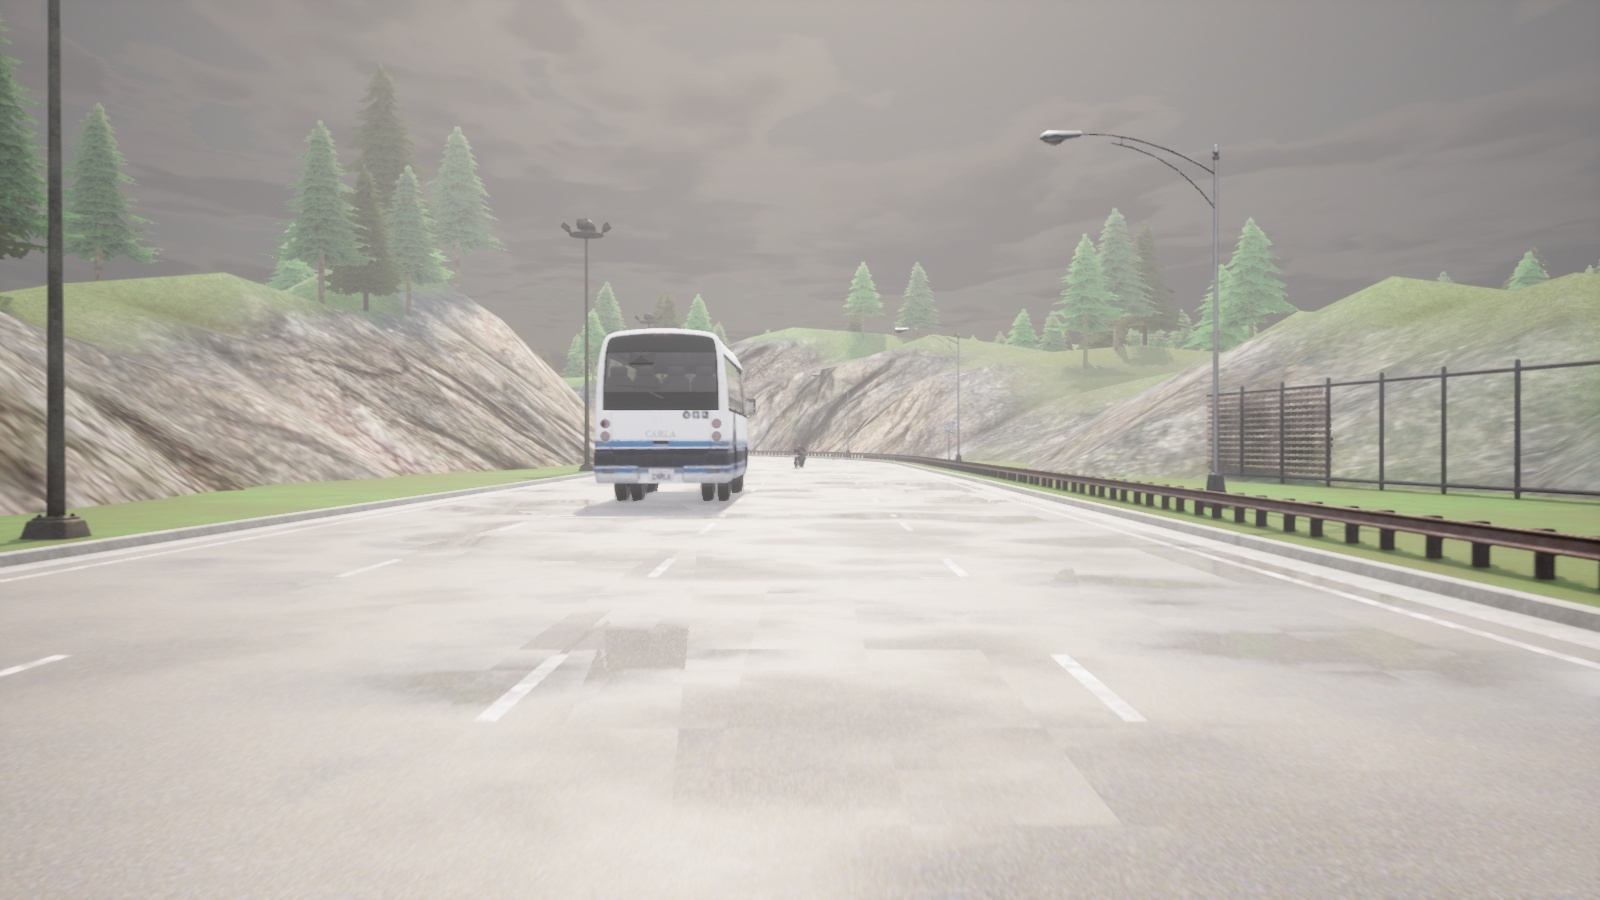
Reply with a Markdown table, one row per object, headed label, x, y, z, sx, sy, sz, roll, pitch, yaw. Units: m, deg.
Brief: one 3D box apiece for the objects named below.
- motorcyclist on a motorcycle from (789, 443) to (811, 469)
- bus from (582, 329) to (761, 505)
| label | x | y | z | sx | sy | sz | roll | pitch | yaw |
| --- | --- | --- | --- | --- | --- | --- | --- | --- | --- |
| motorcyclist on a motorcycle | 0.009 | 0.362 | 74.331 | 0.866 | 1.530 | 2.191 | 0 | 0 | 12 |
| bus | -3.273 | -0.833 | 35.514 | 3.944 | 4.253 | 10.273 | 0 | 0 | 0 |
